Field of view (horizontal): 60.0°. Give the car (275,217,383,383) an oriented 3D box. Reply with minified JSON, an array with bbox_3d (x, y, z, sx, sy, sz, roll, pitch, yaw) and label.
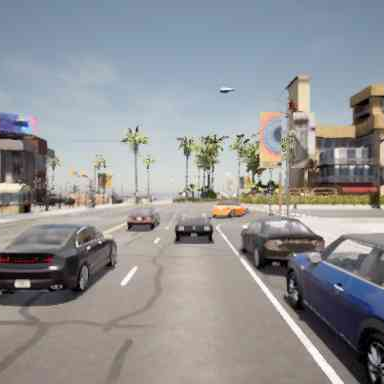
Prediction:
[{"bbox_3d":[3.041,1.409,5.206,2.185,1.767,4.553,0,-1,0],"label":"car"}]

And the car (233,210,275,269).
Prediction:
[{"bbox_3d":[2.901,1.599,11.629,2.097,1.535,5.008,0,-1,0],"label":"car"}]

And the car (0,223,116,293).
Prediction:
[{"bbox_3d":[-3.400,1.599,9.096,1.837,1.490,4.892,0,0,0],"label":"car"}]

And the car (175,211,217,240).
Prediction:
[{"bbox_3d":[0.101,1.785,18.003,1.895,1.301,4.718,0,-1,0],"label":"car"}]

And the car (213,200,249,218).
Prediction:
[{"bbox_3d":[4.121,1.704,34.520,2.097,1.767,4.553,0,0,37],"label":"car"}]

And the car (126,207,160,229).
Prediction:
[{"bbox_3d":[-3.399,1.792,23.910,2.033,1.411,5.357,0,-1,0],"label":"car"}]
